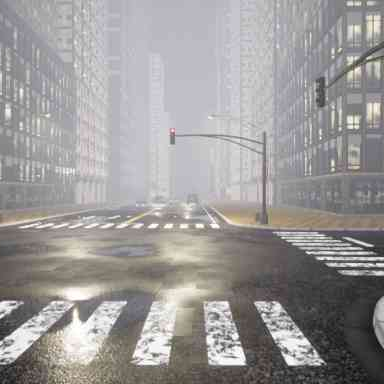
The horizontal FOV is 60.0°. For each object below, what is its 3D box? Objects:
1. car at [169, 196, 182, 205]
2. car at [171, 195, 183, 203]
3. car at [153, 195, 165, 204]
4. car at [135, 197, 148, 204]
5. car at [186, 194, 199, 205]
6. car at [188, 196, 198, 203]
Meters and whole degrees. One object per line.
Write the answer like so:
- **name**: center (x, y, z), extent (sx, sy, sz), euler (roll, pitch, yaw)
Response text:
- **car**: center (-3.130, 1.702, 60.206), extent (1.895, 1.301, 4.718), euler (0, 0, 0)
- **car**: center (-3.110, 1.495, 70.178), extent (2.128, 1.511, 4.902), euler (0, 0, 0)
- **car**: center (-6.372, 1.468, 64.382), extent (2.097, 1.767, 4.553), euler (0, 0, 0)
- **car**: center (-9.622, 1.663, 64.357), extent (2.033, 1.411, 5.357), euler (0, 0, 0)
- **car**: center (0.120, 1.322, 60.201), extent (2.150, 2.045, 5.566), euler (0, 0, 0)
- **car**: center (0.141, 1.540, 70.588), extent (1.994, 1.385, 4.181), euler (0, 0, 0)
